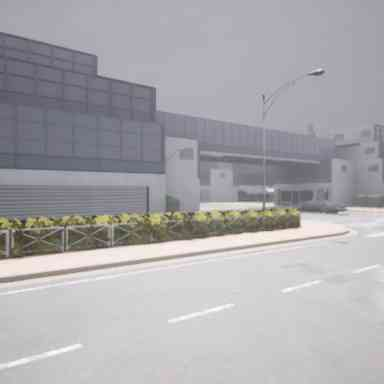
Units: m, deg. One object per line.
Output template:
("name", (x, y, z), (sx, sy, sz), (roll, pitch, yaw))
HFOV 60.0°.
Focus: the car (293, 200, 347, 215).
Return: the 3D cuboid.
("car", (12.846, 1.497, 33.792), (2.033, 1.411, 5.357), (0, 0, -37))
